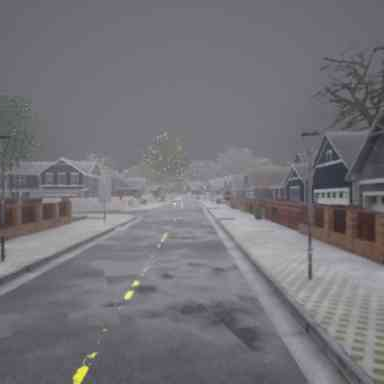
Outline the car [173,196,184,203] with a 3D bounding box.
[{"bbox_3d":[-2.786,1.556,69.739,1.812,1.442,4.674,0,0,-1],"label":"car"}]
